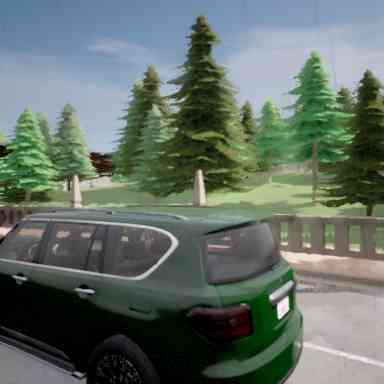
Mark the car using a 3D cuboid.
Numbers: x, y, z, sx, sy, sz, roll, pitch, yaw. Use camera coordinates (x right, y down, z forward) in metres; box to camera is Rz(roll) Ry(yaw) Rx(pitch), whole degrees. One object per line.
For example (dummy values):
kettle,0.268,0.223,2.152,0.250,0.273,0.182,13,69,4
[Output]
car,-1.351,1.211,4.702,5.566,2.045,2.150,0,0,34
